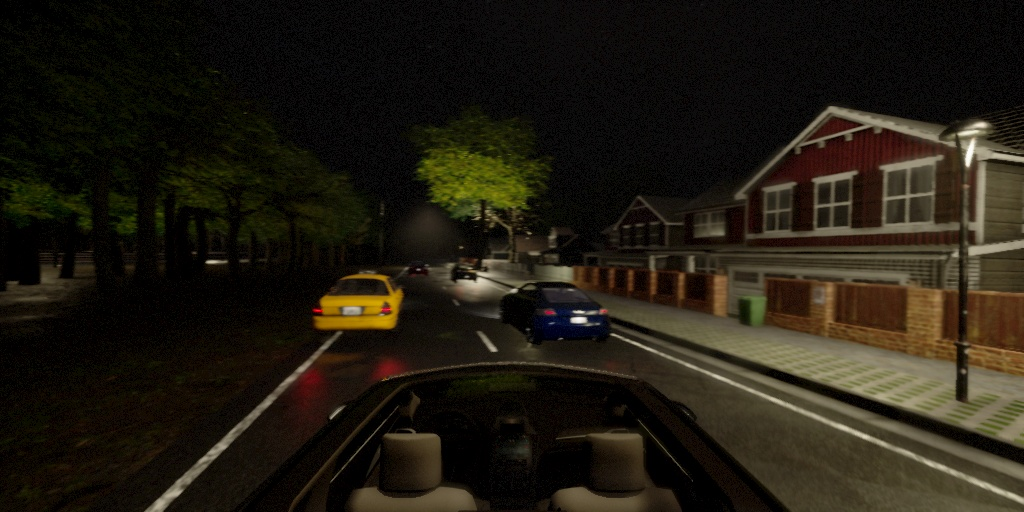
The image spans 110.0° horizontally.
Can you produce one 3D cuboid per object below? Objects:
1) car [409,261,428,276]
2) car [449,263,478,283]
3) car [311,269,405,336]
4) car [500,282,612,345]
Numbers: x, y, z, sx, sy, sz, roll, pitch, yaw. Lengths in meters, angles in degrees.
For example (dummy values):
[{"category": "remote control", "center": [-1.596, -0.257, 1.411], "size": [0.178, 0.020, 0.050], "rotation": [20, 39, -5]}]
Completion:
[{"category": "car", "center": [-9.854, 1.335, 37.799], "size": [1.994, 1.385, 4.181], "rotation": [2, 0, -15]}, {"category": "car", "center": [-3.922, 1.339, 28.881], "size": [2.128, 1.511, 4.902], "rotation": [2, 0, -14]}, {"category": "car", "center": [-4.089, 1.159, 10.220], "size": [1.801, 1.575, 5.366], "rotation": [2, 0, -14]}, {"category": "car", "center": [0.977, 1.390, 9.882], "size": [1.994, 1.385, 4.181], "rotation": [2, 0, -14]}]
